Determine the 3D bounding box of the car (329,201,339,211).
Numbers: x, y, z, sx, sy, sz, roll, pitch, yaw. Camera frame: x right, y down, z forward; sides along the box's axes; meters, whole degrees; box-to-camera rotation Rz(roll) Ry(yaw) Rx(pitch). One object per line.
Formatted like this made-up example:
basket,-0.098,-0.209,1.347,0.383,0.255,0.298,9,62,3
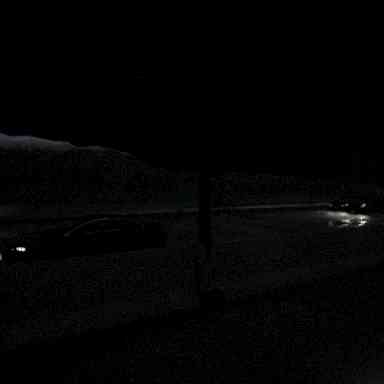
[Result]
car,17.155,1.396,36.689,4.674,1.442,1.812,0,0,-34

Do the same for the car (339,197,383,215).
car,16.825,1.236,32.256,4.553,1.767,2.097,0,0,-34

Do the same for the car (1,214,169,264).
car,-3.089,1.462,10.303,4.902,1.511,2.128,0,0,-35
